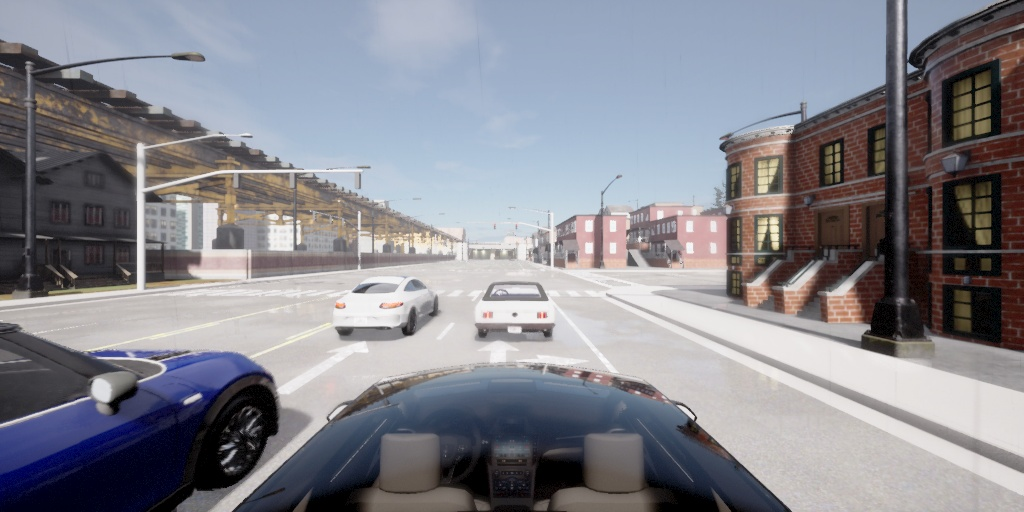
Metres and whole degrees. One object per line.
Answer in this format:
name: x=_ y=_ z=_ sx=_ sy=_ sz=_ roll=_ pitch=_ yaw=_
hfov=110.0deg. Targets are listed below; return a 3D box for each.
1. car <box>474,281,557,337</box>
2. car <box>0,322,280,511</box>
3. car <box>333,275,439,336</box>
car: x=0.106 y=1.351 z=10.223 sx=1.895 sy=1.301 sz=4.718 roll=0 pitch=0 yaw=1
car: x=-3.399 y=1.103 z=1.754 sx=2.097 sy=1.767 sz=4.553 roll=0 pitch=0 yaw=0
car: x=-3.396 y=1.276 z=10.331 sx=1.812 sy=1.442 sz=4.674 roll=0 pitch=0 yaw=0
